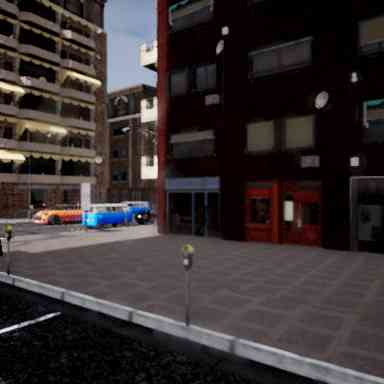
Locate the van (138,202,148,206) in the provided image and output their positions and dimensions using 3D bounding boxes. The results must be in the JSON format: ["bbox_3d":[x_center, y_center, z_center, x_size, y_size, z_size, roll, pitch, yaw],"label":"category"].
[{"bbox_3d":[-6.789,2.016,38.727,1.690,1.788,3.998,-1,-2,35],"label":"van"}]

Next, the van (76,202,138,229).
[{"bbox_3d":[-6.227,1.782,24.806,1.690,1.788,3.998,-2,-2,35],"label":"van"}]

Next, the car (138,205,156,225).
[{"bbox_3d":[-3.157,2.114,29.416,1.947,1.339,4.313,-2,-2,35],"label":"car"}]

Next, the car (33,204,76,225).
[{"bbox_3d":[-11.034,1.808,28.244,2.097,1.767,4.553,0,-1,35],"label":"car"}]
